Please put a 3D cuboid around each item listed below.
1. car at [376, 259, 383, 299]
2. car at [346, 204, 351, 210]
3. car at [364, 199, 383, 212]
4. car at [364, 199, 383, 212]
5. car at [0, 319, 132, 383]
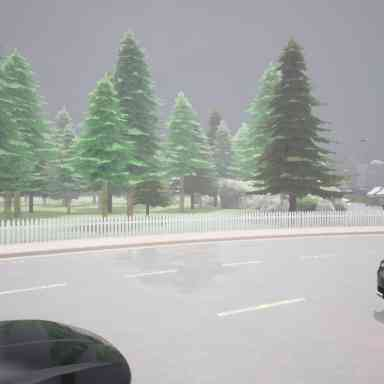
[{"bbox_3d":[5.653,1.492,6.125,4.902,1.511,2.128,0,0,-23],"label":"car"},{"bbox_3d":[19.292,1.277,45.221,2.150,2.045,5.566,0,0,-4],"label":"car"},{"bbox_3d":[19.937,1.620,34.832,1.994,1.385,4.181,0,0,-3],"label":"car"},{"bbox_3d":[23.109,1.581,40.263,1.812,1.442,4.674,0,0,-3],"label":"car"},{"bbox_3d":[-2.700,1.478,1.637,5.008,1.535,1.882,0,0,-36],"label":"car"}]
